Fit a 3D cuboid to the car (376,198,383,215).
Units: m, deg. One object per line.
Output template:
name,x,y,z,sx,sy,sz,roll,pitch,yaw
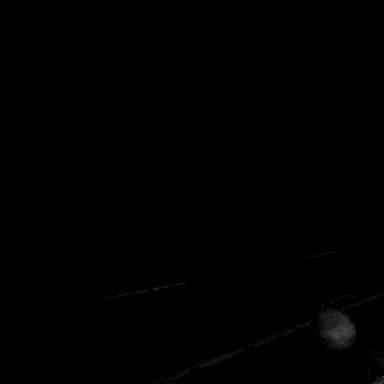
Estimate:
car,24.031,1.693,37.733,2.435,2.045,5.566,2,-2,-45
